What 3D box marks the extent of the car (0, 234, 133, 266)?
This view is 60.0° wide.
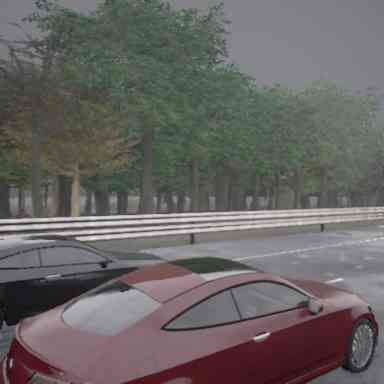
[{"bbox_3d":[-2.533,1.540,6.240,4.674,1.442,1.812,1,0,-36],"label":"car"}]

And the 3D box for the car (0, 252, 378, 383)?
[{"bbox_3d":[0.373,1.551,4.017,4.674,1.442,1.812,1,-1,-36],"label":"car"}]
